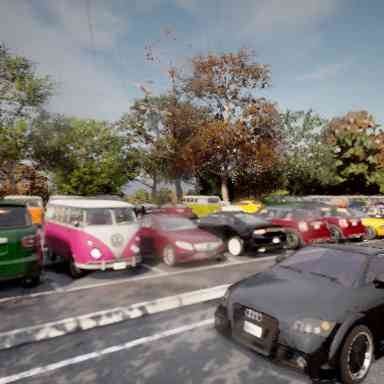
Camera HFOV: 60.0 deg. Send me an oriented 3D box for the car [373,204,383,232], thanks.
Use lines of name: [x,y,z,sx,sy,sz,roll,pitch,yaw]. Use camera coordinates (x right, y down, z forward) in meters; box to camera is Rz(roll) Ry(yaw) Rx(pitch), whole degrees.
car: [8.309,1.542,17.912,1.946,1.575,5.366,1,0,-35]

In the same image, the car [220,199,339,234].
car: [3.697,1.380,14.819,2.185,1.767,4.553,1,0,-35]

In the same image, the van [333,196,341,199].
van: [14.322,1.440,38.329,1.878,1.987,4.442,1,0,-35]

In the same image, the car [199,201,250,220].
car: [2.864,1.604,30.322,2.002,1.452,4.674,1,0,-35]

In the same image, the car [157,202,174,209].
car: [-3.800,1.505,25.569,2.097,1.535,5.008,1,0,-35]

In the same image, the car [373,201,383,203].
car: [12.722,1.587,21.288,2.231,1.521,4.892,1,0,-35]

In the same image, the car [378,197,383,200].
car: [23.261,1.784,44.870,2.163,1.488,4.792,1,0,-35]

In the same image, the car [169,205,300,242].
car: [1.419,1.485,13.230,2.097,1.535,5.008,1,0,-35]

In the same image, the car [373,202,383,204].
car: [10.467,1.567,19.668,2.231,1.521,4.892,1,0,-35]

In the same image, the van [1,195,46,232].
van: [-10.640,1.219,20.851,1.878,1.987,4.442,1,0,-35]

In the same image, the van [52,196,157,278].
van: [-3.039,1.219,9.921,1.878,1.987,4.442,1,0,-35]

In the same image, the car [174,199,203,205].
car: [-1.544,1.565,27.179,2.002,1.452,4.674,1,0,-35]

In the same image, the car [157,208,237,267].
car: [-0.847,1.505,11.627,2.002,1.452,4.674,1,0,-35]

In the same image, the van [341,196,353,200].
van: [16.444,1.460,40.126,1.878,1.987,4.442,1,0,-35]

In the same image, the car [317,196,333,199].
car: [12.014,1.394,36.796,2.435,2.045,5.566,1,0,-35]

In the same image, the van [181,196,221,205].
van: [0.542,1.318,28.810,1.878,1.987,4.442,1,0,-35]

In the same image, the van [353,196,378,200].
van: [21.100,1.503,43.164,1.878,1.987,4.442,1,0,-36]

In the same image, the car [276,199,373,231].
car: [5.959,1.400,16.429,2.185,1.767,4.553,1,0,-35]

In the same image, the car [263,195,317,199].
car: [9.757,1.374,35.190,2.435,2.045,5.566,1,0,-35]

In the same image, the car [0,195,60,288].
car: [-5.384,1.174,8.430,2.435,2.045,5.566,1,0,-35]

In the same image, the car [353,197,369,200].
car: [18.763,1.705,41.640,2.097,1.535,5.008,1,0,-35]

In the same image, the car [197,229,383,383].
car: [2.395,1.565,5.396,4.181,1.385,1.994,0,0,-36]
